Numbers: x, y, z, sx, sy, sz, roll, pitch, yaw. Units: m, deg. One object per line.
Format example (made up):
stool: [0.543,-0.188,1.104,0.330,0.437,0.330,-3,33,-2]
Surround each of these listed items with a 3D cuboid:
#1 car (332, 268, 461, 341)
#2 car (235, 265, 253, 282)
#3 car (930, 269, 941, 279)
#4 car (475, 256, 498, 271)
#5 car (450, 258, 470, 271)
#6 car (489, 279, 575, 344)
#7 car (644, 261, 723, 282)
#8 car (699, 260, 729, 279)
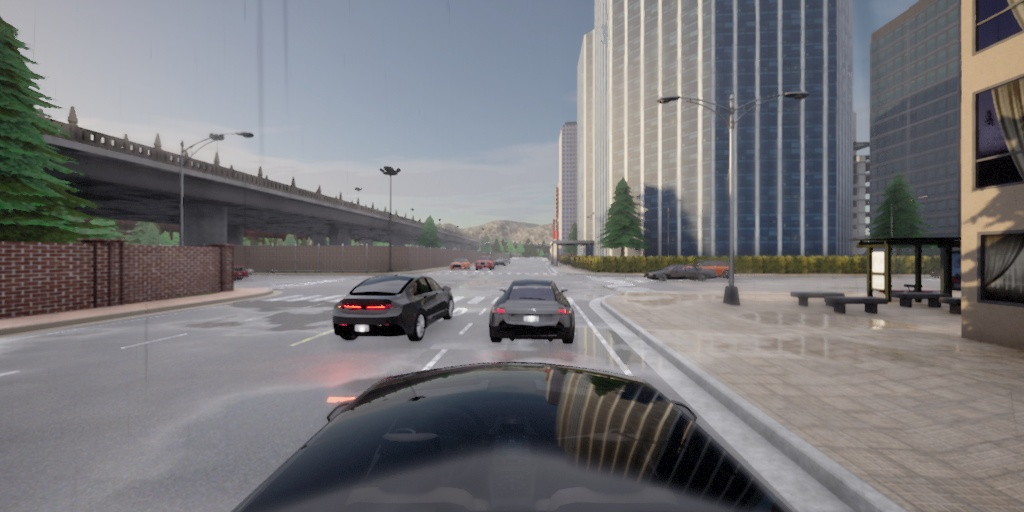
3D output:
car: [-2.936,1.255,9.862,1.837,1.490,4.892,0,0,4]
car: [-23.753,1.025,27.906,5.566,2.045,2.150,0,0,4]
car: [39.227,1.354,30.428,5.357,1.411,2.033,0,0,5]
car: [-3.708,0.970,50.138,2.150,2.045,5.566,0,0,4]
car: [-7.222,1.101,50.051,2.097,1.767,4.553,0,0,4]
car: [0.563,1.314,9.663,1.994,1.385,4.181,0,0,4]
car: [13.525,1.352,28.875,5.357,1.411,2.033,0,0,4]
car: [17.091,1.158,32.120,4.553,1.767,2.097,0,0,4]
